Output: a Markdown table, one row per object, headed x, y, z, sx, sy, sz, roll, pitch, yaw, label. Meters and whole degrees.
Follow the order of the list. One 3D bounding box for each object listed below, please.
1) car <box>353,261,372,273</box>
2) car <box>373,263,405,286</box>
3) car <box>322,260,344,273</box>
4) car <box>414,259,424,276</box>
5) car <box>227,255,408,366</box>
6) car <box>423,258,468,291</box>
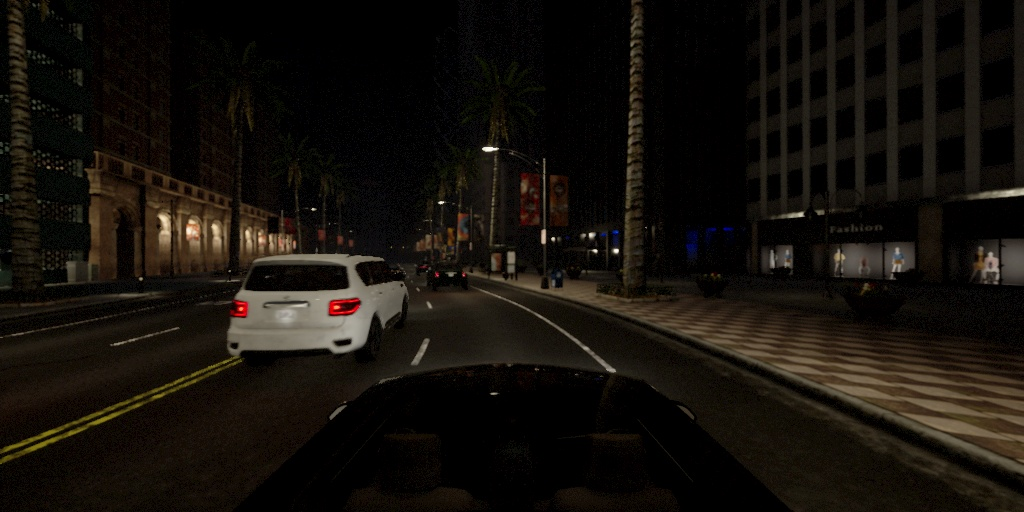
| x | y | z | sx | sy | sz | roll | pitch | yaw | label |
| --- | --- | --- | --- | --- | --- | --- | --- | --- | --- |
| -19.983 | 1.429 | 47.987 | 1.994 | 1.385 | 4.181 | 0 | 0 | -18 | car |
| -9.309 | 1.301 | 27.276 | 2.128 | 1.511 | 4.902 | 0 | 0 | -18 | car |
| -23.234 | 1.347 | 46.674 | 1.882 | 1.535 | 5.008 | 0 | 0 | -18 | car |
| -9.400 | 1.331 | 38.702 | 1.837 | 1.490 | 4.892 | 0 | 0 | -18 | car |
| -3.856 | 0.992 | 8.237 | 2.150 | 2.045 | 5.566 | 0 | 0 | -7 | car |
| -4.230 | 1.143 | 22.879 | 2.097 | 1.767 | 4.553 | 0 | 0 | -18 | car |
